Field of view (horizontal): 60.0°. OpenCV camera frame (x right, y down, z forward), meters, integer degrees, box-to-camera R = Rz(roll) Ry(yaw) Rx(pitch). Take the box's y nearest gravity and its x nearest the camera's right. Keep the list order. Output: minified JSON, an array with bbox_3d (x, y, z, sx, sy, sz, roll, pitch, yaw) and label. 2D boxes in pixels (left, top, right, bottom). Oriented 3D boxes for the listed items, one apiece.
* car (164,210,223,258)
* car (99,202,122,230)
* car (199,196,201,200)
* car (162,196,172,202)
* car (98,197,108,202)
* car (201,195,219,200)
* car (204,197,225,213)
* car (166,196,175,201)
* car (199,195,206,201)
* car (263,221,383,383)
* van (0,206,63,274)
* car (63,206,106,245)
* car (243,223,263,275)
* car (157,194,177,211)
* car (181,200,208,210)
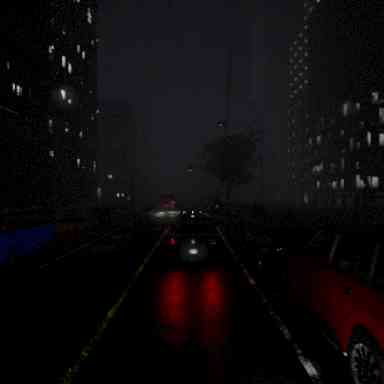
[{"bbox_3d":[0.064,1.602,12.783,1.895,1.301,4.718,0,0,0],"label":"car"},{"bbox_3d":[-5.685,1.570,21.282,1.947,1.339,4.313,0,0,0],"label":"car"},{"bbox_3d":[2.704,1.607,75.760,1.887,1.381,4.507,0,0,0],"label":"car"},{"bbox_3d":[-5.676,1.612,75.761,2.008,1.369,4.403,0,0,0],"label":"car"},{"bbox_3d":[-16.416,1.375,56.357,4.403,1.369,2.008,1,-1,-1],"label":"car"},{"bbox_3d":[2.700,1.337,43.372,2.192,1.841,5.009,0,0,0],"label":"car"},{"bbox_3d":[2.699,1.583,37.849,1.947,1.339,4.313,0,0,0],"label":"car"},{"bbox_3d":[-5.675,1.632,86.827,2.008,1.369,4.403,0,0,0],"label":"car"},{"bbox_3d":[2.705,1.607,86.995,1.752,1.417,4.829,0,0,0],"label":"car"},{"bbox_3d":[2.694,1.315,4.712,2.192,1.841,5.009,0,0,0],"label":"car"},{"bbox_3d":[-5.686,1.342,10.236,1.690,1.788,3.998,0,0,0],"label":"van"},{"bbox_3d":[-5.685,1.527,15.589,1.752,1.417,4.829,0,0,0],"label":"car"},{"bbox_3d":[2.695,1.567,10.234,1.947,1.339,4.313,0,0,0],"label":"car"},{"bbox_3d":[-3.059,1.244,41.800,2.150,2.045,5.566,0,0,0],"label":"car"},{"bbox_3d":[0.066,1.610,27.789,1.895,1.301,4.718,0,0,0],"label":"car"}]
